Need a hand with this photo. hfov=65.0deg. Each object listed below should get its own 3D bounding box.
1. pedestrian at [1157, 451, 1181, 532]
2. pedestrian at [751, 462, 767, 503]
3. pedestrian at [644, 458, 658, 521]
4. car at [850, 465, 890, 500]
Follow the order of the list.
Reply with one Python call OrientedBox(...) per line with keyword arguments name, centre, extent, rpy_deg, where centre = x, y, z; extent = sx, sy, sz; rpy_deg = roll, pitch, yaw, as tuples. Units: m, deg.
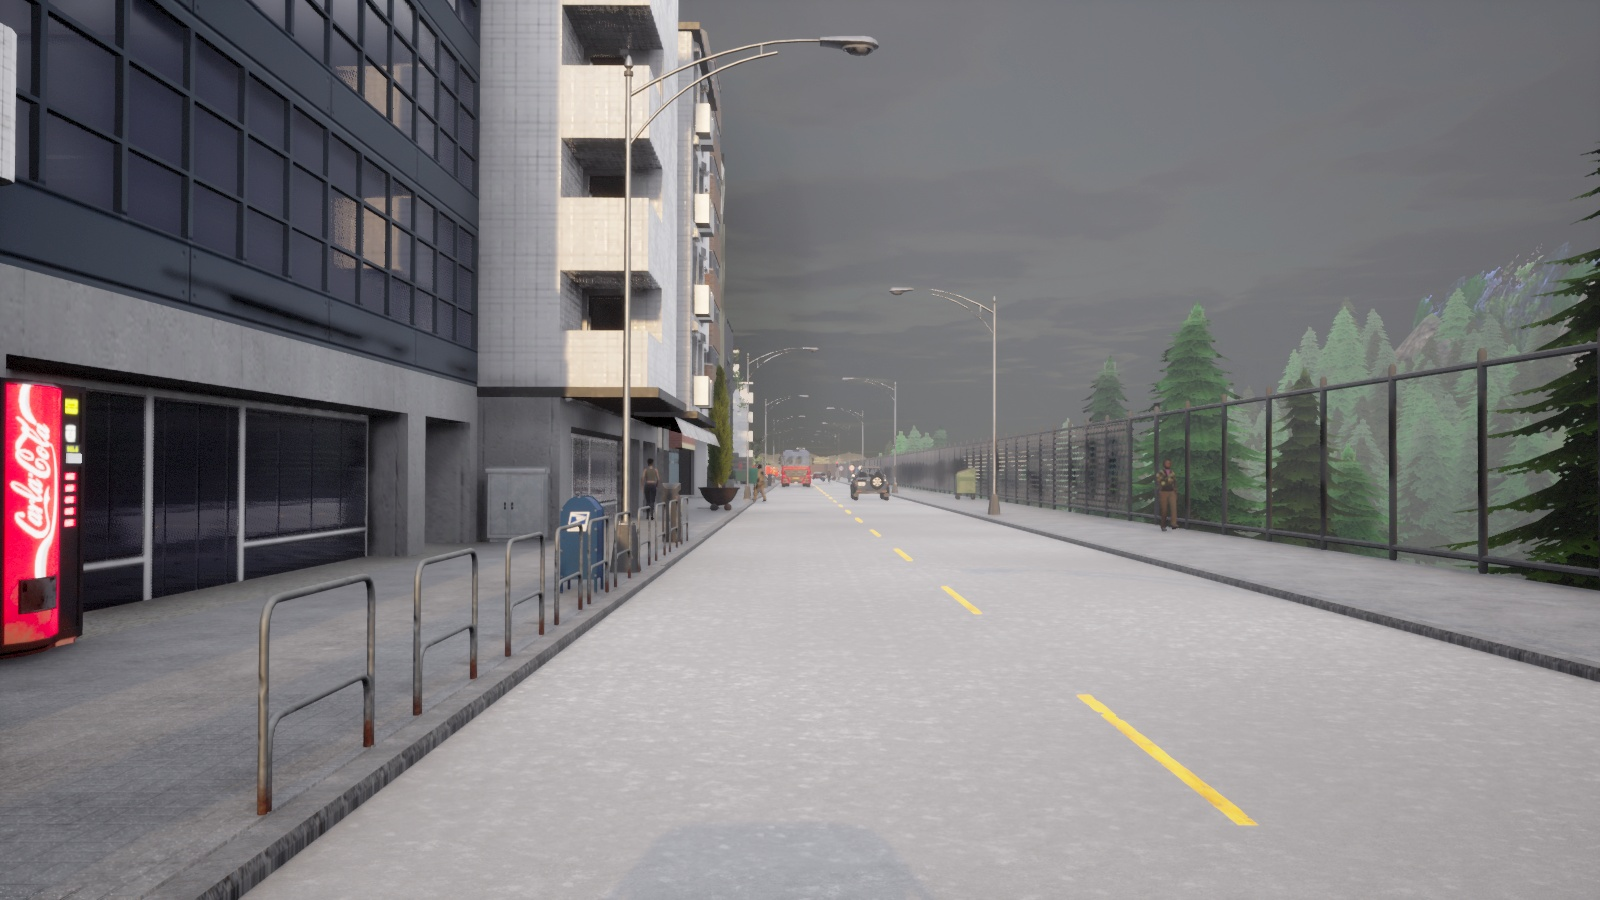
OrientedBox(name="pedestrian", centre=(8.942, 0.999, 30.439), extent=(0.395, 1.930, 0.692), rpy_deg=(0, -1, 1))
OrientedBox(name="pedestrian", centre=(-1.929, 1.541, 59.295), extent=(0.396, 1.930, 0.692), rpy_deg=(1, -1, -44))
OrientedBox(name="pedestrian", centre=(-4.403, 1.163, 37.095), extent=(0.345, 1.836, 0.594), rpy_deg=(0, -1, 0))
OrientedBox(name="car", centre=(3.797, 1.765, 68.597), extent=(1.932, 1.855, 4.605), rpy_deg=(0, -1, 0))
